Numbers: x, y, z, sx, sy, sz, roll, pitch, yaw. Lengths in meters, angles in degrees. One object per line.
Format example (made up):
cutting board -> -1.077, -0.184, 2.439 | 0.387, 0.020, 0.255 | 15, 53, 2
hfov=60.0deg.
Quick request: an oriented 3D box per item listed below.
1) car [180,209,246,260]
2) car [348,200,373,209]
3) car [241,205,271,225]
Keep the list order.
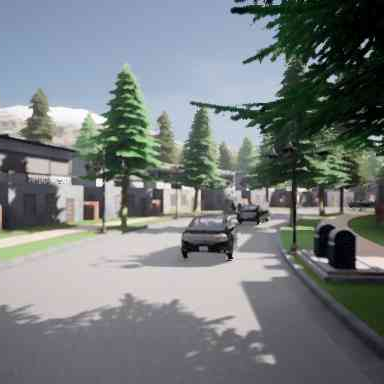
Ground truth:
car -> 0.843, 1.642, 13.127 | 2.128, 1.511, 4.902 | 0, -1, 11
car -> 29.445, 2.133, 58.026 | 5.008, 1.535, 1.882 | 0, -1, -29
car -> 5.054, 1.798, 26.997 | 2.128, 1.511, 4.902 | 0, -1, 26
